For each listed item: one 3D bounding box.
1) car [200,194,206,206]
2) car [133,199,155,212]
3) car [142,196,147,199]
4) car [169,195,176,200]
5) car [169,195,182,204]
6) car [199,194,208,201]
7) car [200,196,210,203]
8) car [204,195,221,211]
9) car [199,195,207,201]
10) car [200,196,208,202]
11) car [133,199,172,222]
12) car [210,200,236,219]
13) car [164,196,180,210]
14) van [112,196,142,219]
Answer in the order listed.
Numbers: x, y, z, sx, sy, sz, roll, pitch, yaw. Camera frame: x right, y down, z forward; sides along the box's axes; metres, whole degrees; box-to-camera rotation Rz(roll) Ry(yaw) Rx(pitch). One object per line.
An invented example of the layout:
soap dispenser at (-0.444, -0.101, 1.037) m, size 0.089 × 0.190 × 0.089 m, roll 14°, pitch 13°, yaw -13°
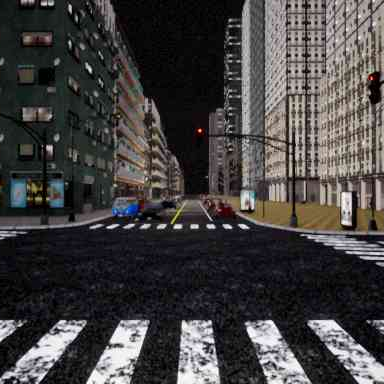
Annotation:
car at (2.791, 1.447, 56.057) m, size 1.967 × 1.590 × 4.097 m, roll 0°, pitch 0°, yaw 0°
car at (-5.618, 1.545, 39.490) m, size 1.887 × 1.381 × 4.507 m, roll 0°, pitch 0°, yaw 0°
car at (-5.626, 1.315, 33.962) m, size 2.192 × 1.841 × 5.009 m, roll 0°, pitch 0°, yaw 0°
car at (-5.526, 1.604, 94.765) m, size 1.947 × 1.339 × 4.313 m, roll 0°, pitch 0°, yaw 0°
car at (-2.895, 1.510, 63.906) m, size 2.128 × 1.511 × 4.902 m, roll 0°, pitch 0°, yaw 0°
car at (2.838, 1.342, 83.696) m, size 2.192 × 1.841 × 5.009 m, roll 0°, pitch 0°, yaw 0°
car at (2.818, 1.563, 72.640) m, size 1.887 × 1.381 × 4.507 m, roll 0°, pitch 0°, yaw 0°
car at (2.764, 1.441, 39.475) m, size 1.967 × 1.590 × 4.097 m, roll 0°, pitch 0°, yaw 0°
car at (2.845, 1.583, 89.223) m, size 2.008 × 1.369 × 4.403 m, roll 0°, pitch 0°, yaw 0°
car at (2.827, 1.604, 78.168) m, size 1.802 × 1.307 × 4.206 m, roll 0°, pitch 0°, yaw 0°
car at (-3.073, 1.546, 26.912) m, size 2.033 × 1.411 × 5.357 m, roll 0°, pitch 0°, yaw 1°
car at (2.744, 1.581, 28.419) m, size 1.802 × 1.307 × 4.206 m, roll 0°, pitch 0°, yaw 0°
car at (-3.025, 1.565, 43.283) m, size 1.994 × 1.385 × 4.181 m, roll 0°, pitch 0°, yaw 0°
van at (-5.635, 1.340, 28.434) m, size 1.690 × 1.788 × 3.998 m, roll 0°, pitch 0°, yaw 0°
